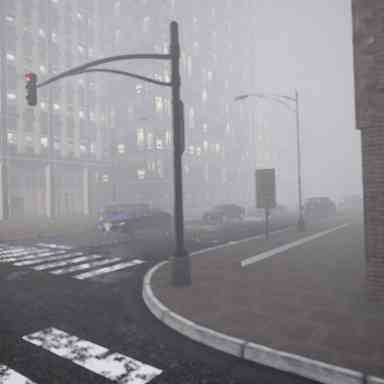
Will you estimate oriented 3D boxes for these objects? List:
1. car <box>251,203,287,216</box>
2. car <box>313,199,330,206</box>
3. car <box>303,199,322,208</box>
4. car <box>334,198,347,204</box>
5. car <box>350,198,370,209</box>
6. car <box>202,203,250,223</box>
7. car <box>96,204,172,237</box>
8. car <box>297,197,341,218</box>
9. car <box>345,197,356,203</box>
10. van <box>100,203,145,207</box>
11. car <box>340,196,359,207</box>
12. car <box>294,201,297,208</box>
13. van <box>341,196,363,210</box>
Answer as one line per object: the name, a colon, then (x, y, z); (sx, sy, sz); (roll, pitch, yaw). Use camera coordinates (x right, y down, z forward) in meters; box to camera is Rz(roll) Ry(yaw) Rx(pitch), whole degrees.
car: (8.693, 1.875, 36.480); (1.895, 1.301, 4.718); (-2, -1, 36)
car: (24.546, 1.976, 63.060); (2.008, 1.369, 4.403); (-2, -2, 36)
car: (21.211, 1.937, 58.411); (1.752, 1.417, 4.829); (-2, -2, 36)
car: (34.247, 2.017, 76.594); (2.008, 1.369, 4.403); (-2, -2, 36)
car: (24.886, 1.684, 49.158); (2.008, 1.369, 4.403); (-2, -2, 36)
car: (2.738, 1.732, 28.193); (1.882, 1.535, 5.008); (-2, -1, 36)
car: (-3.190, 1.727, 19.945); (2.128, 1.511, 4.902); (-2, -1, 34)
car: (11.944, 1.401, 31.118); (2.192, 1.841, 5.009); (-2, -2, 36)
car: (40.717, 2.077, 85.617); (1.802, 1.307, 4.206); (-2, -2, 36)
van: (-4.567, 1.661, 22.461); (1.690, 1.788, 3.998); (-2, -1, 36)
car: (26.545, 1.582, 55.925); (2.097, 1.767, 4.553); (-2, -1, 35)
car: (18.074, 1.839, 54.039); (1.967, 1.590, 4.097); (-2, -2, 36)
van: (21.646, 1.462, 44.652); (1.690, 1.788, 3.998); (-2, -2, 36)
